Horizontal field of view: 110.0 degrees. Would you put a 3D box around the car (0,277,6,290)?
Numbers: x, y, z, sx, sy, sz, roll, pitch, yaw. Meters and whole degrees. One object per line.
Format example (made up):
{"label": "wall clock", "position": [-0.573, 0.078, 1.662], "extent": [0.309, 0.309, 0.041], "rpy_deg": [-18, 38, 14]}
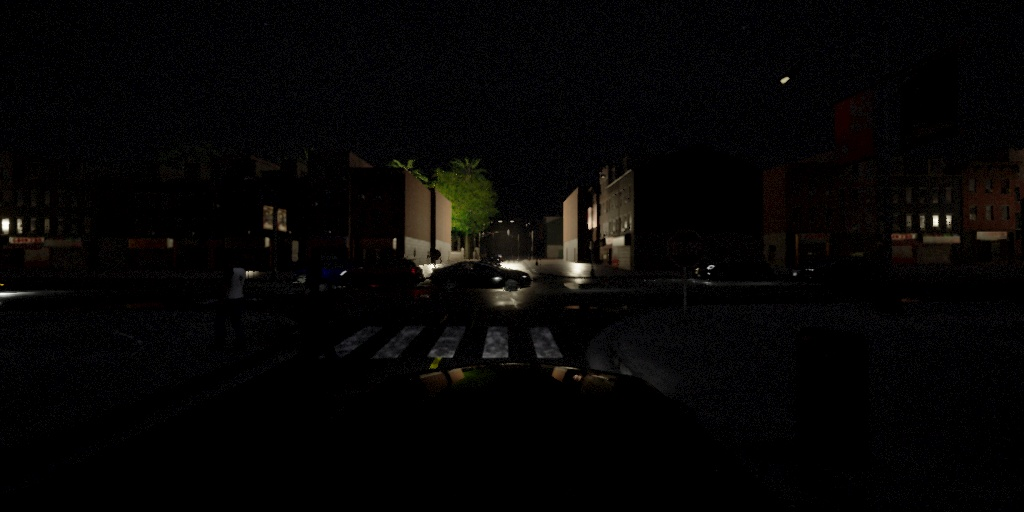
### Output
{"label": "car", "position": [-27.610, 1.116, 17.334], "extent": [4.181, 1.385, 1.994], "rpy_deg": [0, -1, -1]}

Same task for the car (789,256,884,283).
{"label": "car", "position": [19.190, 0.782, 21.230], "extent": [4.902, 1.511, 2.128], "rpy_deg": [-1, -1, -1]}

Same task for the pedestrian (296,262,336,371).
{"label": "pedestrian", "position": [-3.310, 0.990, 6.085], "extent": [0.375, 1.860, 0.375], "rpy_deg": [1, -1, 0]}

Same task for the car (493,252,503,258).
{"label": "car", "position": [-2.577, 0.516, 47.072], "extent": [2.097, 1.767, 4.553], "rpy_deg": [0, 1, 0]}

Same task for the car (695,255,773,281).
{"label": "car", "position": [14.978, 0.730, 24.442], "extent": [4.553, 1.767, 2.097], "rpy_deg": [-1, -1, -1]}

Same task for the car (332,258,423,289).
{"label": "car", "position": [-7.592, 0.939, 20.962], "extent": [4.553, 1.767, 2.097], "rpy_deg": [-1, 0, 0]}

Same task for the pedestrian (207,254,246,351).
{"label": "pedestrian", "position": [-5.297, 0.826, 6.691], "extent": [0.375, 1.860, 0.375], "rpy_deg": [1, -1, 0]}

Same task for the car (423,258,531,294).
{"label": "car", "position": [-1.516, 1.000, 17.583], "extent": [4.902, 1.511, 2.128], "rpy_deg": [-1, -1, -1]}

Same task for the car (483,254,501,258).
{"label": "car", "position": [-2.610, 0.850, 36.563], "extent": [2.033, 1.411, 5.357], "rpy_deg": [0, 1, 2]}

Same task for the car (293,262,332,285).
{"label": "car", "position": [-12.001, 1.126, 24.174], "extent": [5.008, 1.535, 1.882], "rpy_deg": [0, -1, 0]}
